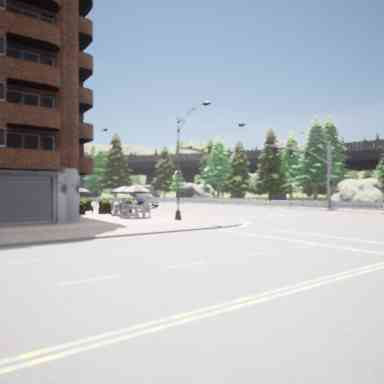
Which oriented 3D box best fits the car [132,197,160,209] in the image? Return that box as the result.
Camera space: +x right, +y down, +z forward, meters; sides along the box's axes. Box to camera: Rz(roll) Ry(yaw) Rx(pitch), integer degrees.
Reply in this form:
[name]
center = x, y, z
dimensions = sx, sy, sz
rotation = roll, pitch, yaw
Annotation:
[car]
center = -6.111, 1.392, 43.299
dimensions = 1.837, 1.490, 4.892
rotation = 0, 0, -39
